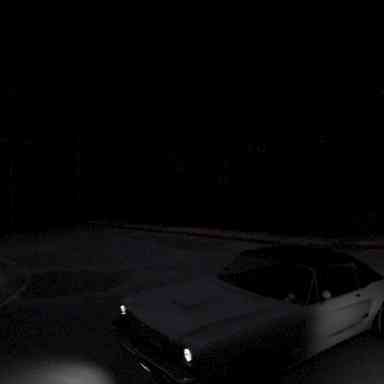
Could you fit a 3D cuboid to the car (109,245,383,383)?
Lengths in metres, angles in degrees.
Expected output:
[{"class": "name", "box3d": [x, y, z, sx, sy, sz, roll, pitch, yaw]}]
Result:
[{"class": "car", "box3d": [1.289, 1.562, 4.893, 4.718, 1.301, 1.895, -1, 0, -35]}]
